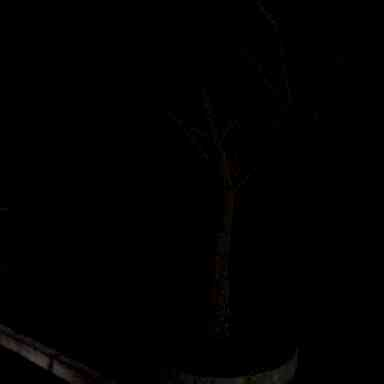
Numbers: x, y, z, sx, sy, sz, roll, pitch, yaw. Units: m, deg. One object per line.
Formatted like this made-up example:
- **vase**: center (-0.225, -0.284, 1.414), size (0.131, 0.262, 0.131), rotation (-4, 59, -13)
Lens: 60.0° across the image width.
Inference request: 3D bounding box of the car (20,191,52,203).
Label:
- **car**: center (-19.543, 0.921, 41.591), size (2.150, 2.045, 5.566), rotation (1, 0, 32)
